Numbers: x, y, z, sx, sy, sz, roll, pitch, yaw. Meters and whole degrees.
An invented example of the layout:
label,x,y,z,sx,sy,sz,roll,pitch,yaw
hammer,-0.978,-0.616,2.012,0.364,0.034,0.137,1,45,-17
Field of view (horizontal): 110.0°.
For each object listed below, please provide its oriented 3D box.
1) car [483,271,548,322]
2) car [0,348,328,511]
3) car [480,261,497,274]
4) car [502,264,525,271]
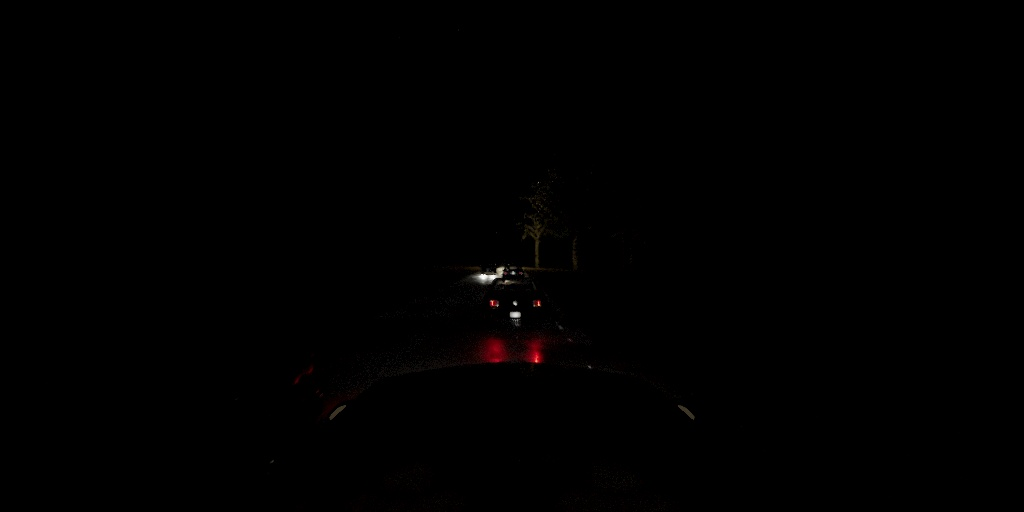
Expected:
label,x,y,z,sx,sy,sz,roll,pitch,yaw
car,0.099,1.368,12.303,1.895,1.301,4.718,0,0,0
car,-2.849,1.298,1.400,2.033,1.411,5.357,0,0,0
car,-2.837,1.429,44.531,2.128,1.511,4.902,0,0,0
car,0.097,1.404,30.505,2.033,1.411,5.357,0,0,0
